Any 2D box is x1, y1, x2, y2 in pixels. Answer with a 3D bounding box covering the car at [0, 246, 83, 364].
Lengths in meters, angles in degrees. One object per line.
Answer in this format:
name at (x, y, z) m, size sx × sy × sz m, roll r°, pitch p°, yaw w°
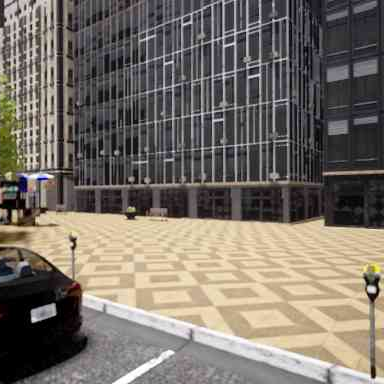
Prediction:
car at (-3.571, 1.569, 5.429) m, size 4.313 × 1.339 × 1.947 m, roll 0°, pitch 0°, yaw 36°
